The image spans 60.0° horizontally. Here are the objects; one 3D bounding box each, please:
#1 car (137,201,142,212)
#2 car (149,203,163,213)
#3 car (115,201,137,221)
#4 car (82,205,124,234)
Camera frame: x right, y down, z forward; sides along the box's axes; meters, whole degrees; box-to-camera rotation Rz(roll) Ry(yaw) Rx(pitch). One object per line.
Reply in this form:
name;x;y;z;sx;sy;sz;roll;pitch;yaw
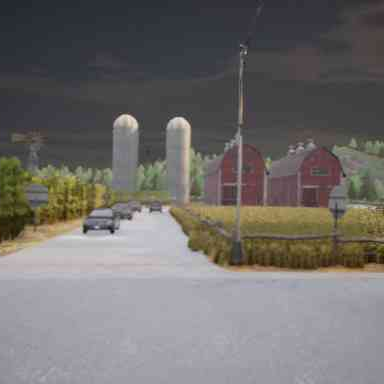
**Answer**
car;-8.599;2.096;49.656;2.097;1.767;4.553;1;-1;-6
car;-5.302;2.291;48.930;2.128;1.511;4.902;1;-1;-6
car;-6.921;1.845;32.969;2.097;1.767;4.553;1;-1;-6
car;-5.703;1.797;21.406;1.812;1.442;4.674;1;-1;-6
